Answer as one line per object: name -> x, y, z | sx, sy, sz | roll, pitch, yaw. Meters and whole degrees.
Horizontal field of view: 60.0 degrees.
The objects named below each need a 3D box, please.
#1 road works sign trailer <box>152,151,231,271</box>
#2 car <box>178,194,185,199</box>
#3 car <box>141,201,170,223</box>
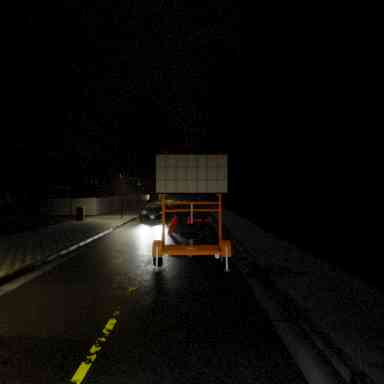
road works sign trailer -> -0.008, 0.464, 10.841 | 2.380, 3.560, 2.880 | 0, 0, 0
car -> -2.823, 1.417, 90.840 | 1.837, 1.490, 4.892 | 0, 0, 0
car -> -2.770, 1.495, 25.698 | 2.128, 1.511, 4.902 | 0, 0, 0
